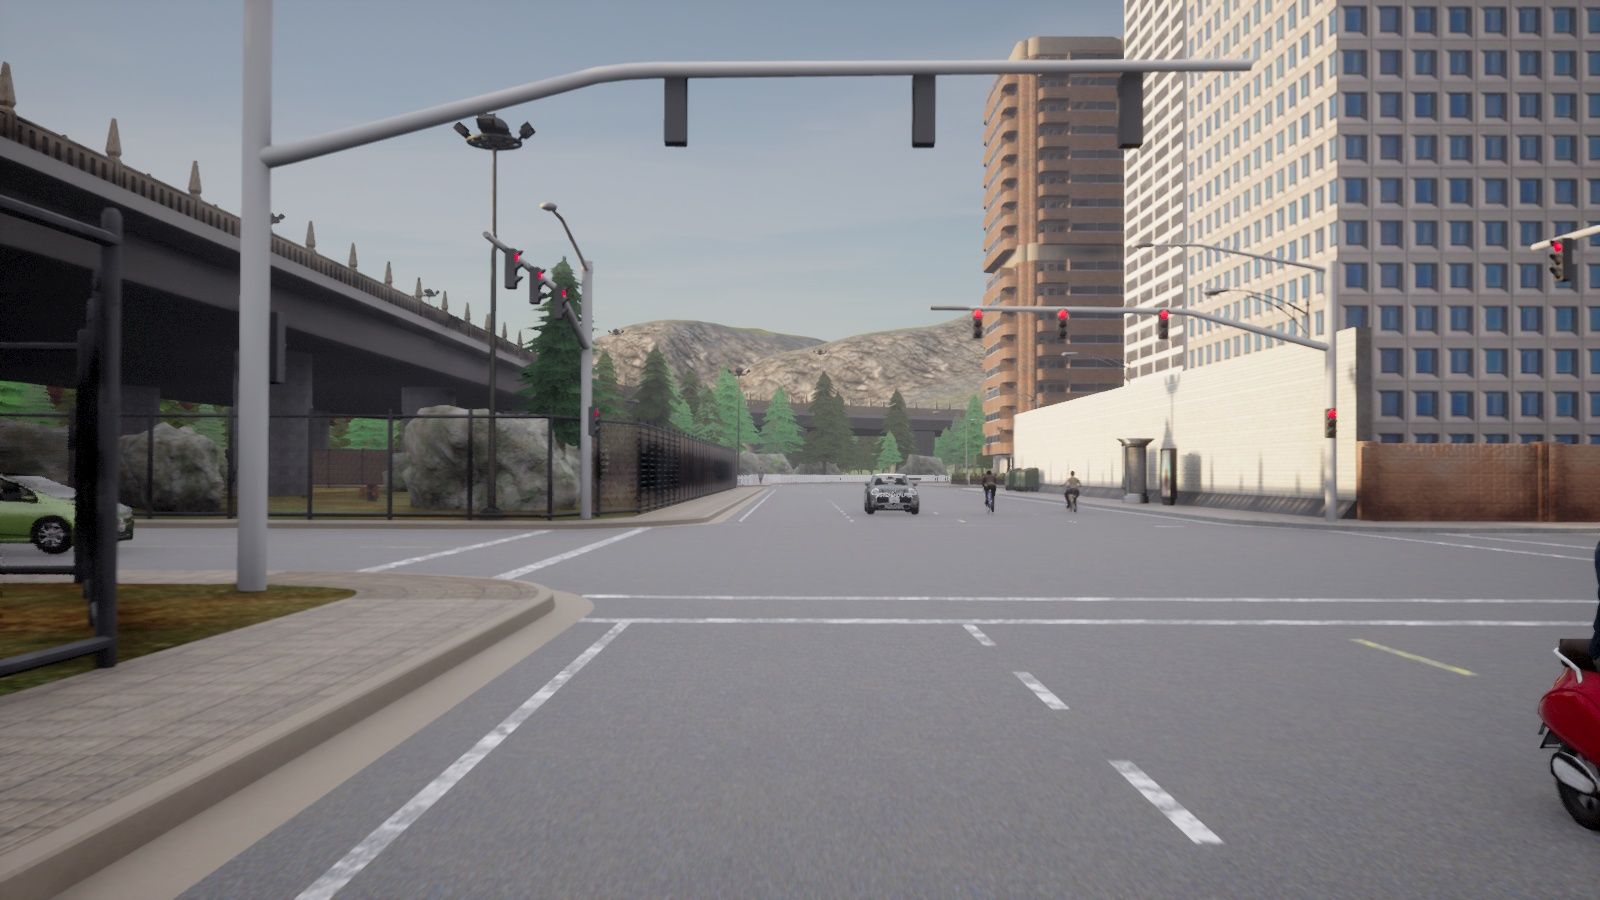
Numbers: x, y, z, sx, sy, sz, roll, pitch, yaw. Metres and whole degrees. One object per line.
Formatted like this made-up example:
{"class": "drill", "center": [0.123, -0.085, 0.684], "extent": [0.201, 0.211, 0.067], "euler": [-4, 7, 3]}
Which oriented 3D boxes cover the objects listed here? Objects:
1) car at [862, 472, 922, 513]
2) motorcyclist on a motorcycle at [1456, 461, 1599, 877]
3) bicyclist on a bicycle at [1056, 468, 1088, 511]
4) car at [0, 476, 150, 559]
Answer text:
{"class": "car", "center": [3.385, 1.552, 46.909], "extent": [1.970, 1.475, 3.806], "euler": [0, -1, 0]}
{"class": "motorcyclist on a motorcycle", "center": [3.487, 0.836, 4.914], "extent": [0.866, 1.590, 1.817], "euler": [0, -1, 0]}
{"class": "bicyclist on a bicycle", "center": [10.378, 1.512, 47.945], "extent": [0.866, 1.612, 1.509], "euler": [0, -1, 0]}
{"class": "car", "center": [-15.395, 1.286, 24.369], "extent": [4.514, 1.525, 2.007], "euler": [0, -1, 0]}
